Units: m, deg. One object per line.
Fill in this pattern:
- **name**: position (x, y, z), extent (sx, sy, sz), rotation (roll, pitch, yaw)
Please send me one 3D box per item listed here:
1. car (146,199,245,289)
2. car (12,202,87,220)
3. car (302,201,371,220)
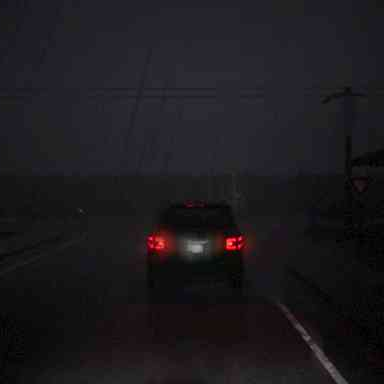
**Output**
- **car**: position (0.092, 1.193, 9.211), extent (2.150, 2.045, 5.566), rotation (0, 0, 0)
- **car**: position (-11.298, 1.493, 26.677), extent (5.357, 1.411, 2.033), rotation (0, 0, -7)
- **car**: position (11.160, 1.425, 25.843), extent (5.008, 1.535, 1.882), rotation (0, 0, 1)
